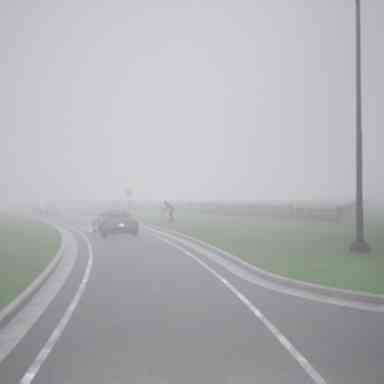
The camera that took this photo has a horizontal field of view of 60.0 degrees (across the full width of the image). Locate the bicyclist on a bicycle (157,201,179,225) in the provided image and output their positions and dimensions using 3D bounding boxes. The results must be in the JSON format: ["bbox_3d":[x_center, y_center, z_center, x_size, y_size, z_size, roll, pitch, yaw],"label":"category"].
[{"bbox_3d":[-1.647,1.403,22.634,1.656,1.620,0.582,0,0,-27],"label":"bicyclist on a bicycle"}]

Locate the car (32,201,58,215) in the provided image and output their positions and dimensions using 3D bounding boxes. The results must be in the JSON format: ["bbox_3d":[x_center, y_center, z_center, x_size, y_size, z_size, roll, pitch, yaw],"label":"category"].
[{"bbox_3d":[-16.193,1.755,36.617,1.812,1.442,4.674,0,0,-37],"label":"car"}]

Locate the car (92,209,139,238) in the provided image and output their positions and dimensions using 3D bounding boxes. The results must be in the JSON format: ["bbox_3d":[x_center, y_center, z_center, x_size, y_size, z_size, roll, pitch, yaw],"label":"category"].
[{"bbox_3d":[-4.382,1.663,18.710,1.994,1.385,4.181,0,0,-23],"label":"car"}]
